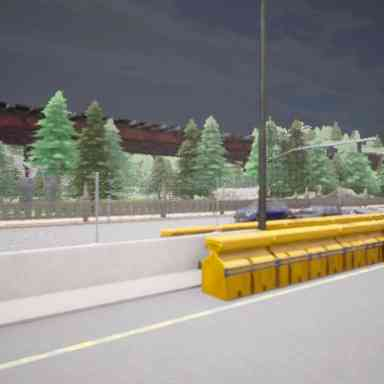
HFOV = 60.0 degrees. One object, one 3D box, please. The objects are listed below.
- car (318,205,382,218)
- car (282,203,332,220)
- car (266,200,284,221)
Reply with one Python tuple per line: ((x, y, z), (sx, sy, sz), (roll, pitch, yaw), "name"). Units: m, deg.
((9.820, 1.646, 19.511), (4.718, 1.301, 1.895), (0, 0, -35), "car")
((9.062, 1.596, 23.250), (5.357, 1.411, 2.033), (0, 0, -35), "car")
((5.328, 1.395, 24.914), (4.553, 1.767, 2.097), (0, 0, -35), "car")
